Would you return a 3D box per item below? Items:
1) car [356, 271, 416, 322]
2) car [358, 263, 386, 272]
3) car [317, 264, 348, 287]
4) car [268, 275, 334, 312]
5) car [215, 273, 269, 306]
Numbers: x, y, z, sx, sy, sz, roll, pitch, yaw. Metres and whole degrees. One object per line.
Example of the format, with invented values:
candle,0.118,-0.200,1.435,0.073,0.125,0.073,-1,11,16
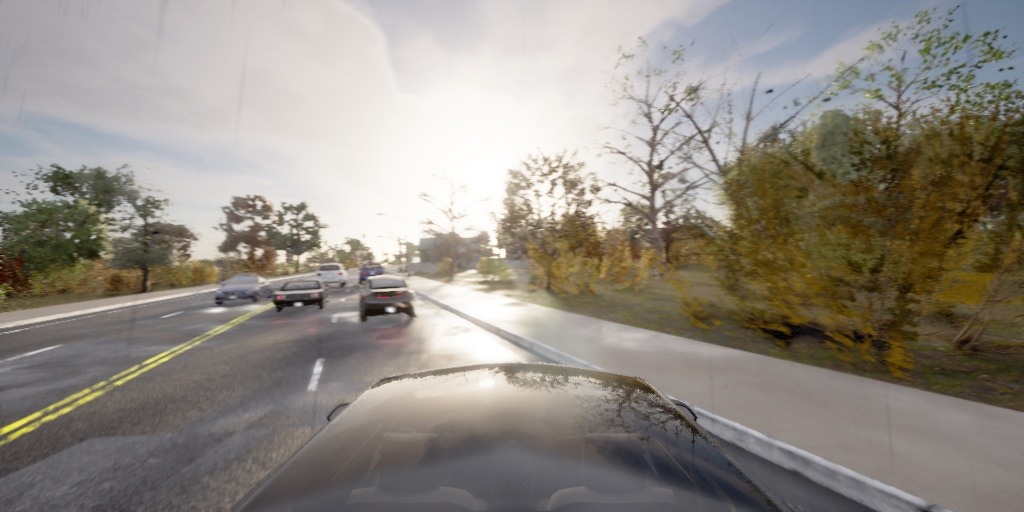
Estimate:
car,-4.908,1.523,13.894,1.837,1.490,4.892,-1,0,-23
car,-12.885,1.648,33.010,2.150,2.045,5.566,-1,-1,-22
car,-15.886,1.704,31.763,2.150,2.045,5.566,-1,-1,-22
car,-9.766,1.766,16.979,1.895,1.301,4.718,-1,-1,-23
car,-14.819,1.845,20.064,1.812,1.442,4.674,-1,-1,-23
